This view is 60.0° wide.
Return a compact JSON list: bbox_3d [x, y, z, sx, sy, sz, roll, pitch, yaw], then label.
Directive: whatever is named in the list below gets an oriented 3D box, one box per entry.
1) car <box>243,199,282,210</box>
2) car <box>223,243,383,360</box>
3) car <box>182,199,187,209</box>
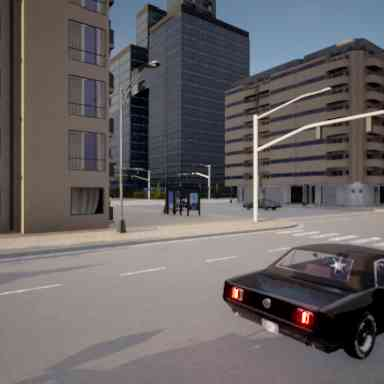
[{"bbox_3d":[9.058,1.614,43.319,2.033,1.411,5.357,0,0,-38],"label":"car"},{"bbox_3d":[2.893,1.603,5.985,4.718,1.301,1.895,0,0,-36],"label":"car"},{"bbox_3d":[-1.459,1.628,45.198,1.994,1.385,4.181,0,0,-37],"label":"car"}]
